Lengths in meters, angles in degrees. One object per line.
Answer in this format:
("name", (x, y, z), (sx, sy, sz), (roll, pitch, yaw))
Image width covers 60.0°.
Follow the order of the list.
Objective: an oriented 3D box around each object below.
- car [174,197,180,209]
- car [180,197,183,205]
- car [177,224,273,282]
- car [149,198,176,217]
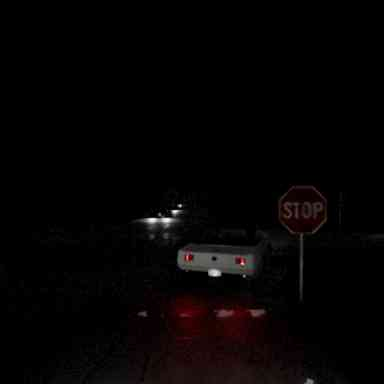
("car", (-2.845, 1.505, 42.752), (1.837, 1.490, 4.892), (0, 0, 0))
("car", (-2.765, 1.614, 62.671), (2.033, 1.411, 5.357), (0, 0, 0))
("car", (1.229, 1.590, 9.829), (1.895, 1.301, 4.718), (0, 0, 18))
("car", (-2.814, 1.530, 30.993), (2.033, 1.411, 5.357), (0, 0, -1))
